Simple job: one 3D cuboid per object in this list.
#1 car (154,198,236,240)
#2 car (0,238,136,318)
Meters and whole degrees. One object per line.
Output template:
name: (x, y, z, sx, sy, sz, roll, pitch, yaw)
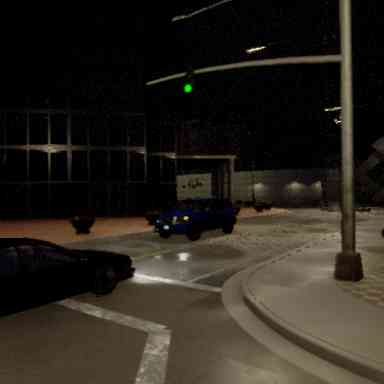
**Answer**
car: (0.377, 1.351, 18.279, 2.150, 2.045, 5.566, -1, -1, 36)
car: (-3.623, 1.645, 6.627, 2.033, 1.411, 5.357, -1, -1, 36)
